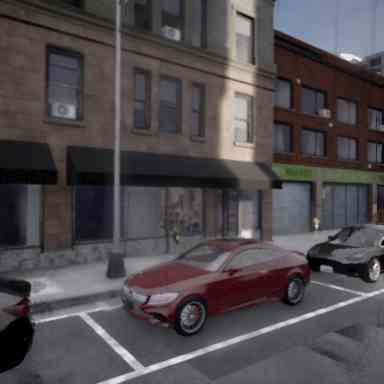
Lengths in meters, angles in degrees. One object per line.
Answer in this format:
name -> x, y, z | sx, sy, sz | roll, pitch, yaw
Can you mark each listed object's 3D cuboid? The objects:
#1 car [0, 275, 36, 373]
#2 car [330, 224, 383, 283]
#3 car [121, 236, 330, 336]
car -> -3.942, 1.552, 3.376 | 4.313, 1.339, 1.947 | 1, 0, -36
car -> 5.309, 1.666, 9.977 | 4.313, 1.339, 1.947 | 1, 0, -36
car -> 0.683, 1.625, 6.676 | 4.206, 1.307, 1.802 | 1, 0, -36
